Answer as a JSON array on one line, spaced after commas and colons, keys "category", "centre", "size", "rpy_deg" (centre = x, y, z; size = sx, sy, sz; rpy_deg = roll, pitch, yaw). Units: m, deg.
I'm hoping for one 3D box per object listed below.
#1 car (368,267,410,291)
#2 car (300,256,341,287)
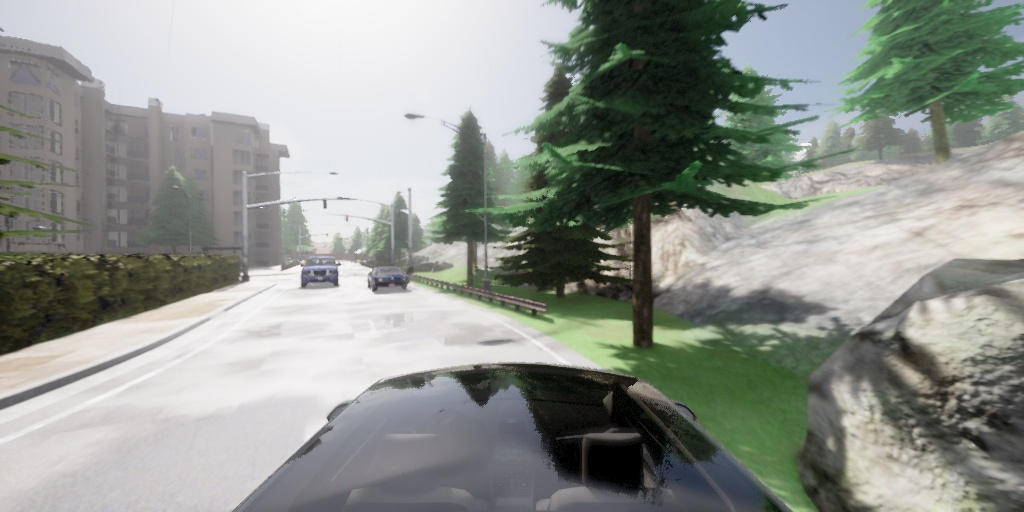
[{"category": "car", "centre": [-7.473, 1.295, 21.419], "size": [1.895, 1.301, 4.718], "rpy_deg": [-1, 0, -26]}, {"category": "car", "centre": [-13.115, 1.025, 24.674], "size": [2.150, 2.045, 5.566], "rpy_deg": [-1, 0, -26]}]
